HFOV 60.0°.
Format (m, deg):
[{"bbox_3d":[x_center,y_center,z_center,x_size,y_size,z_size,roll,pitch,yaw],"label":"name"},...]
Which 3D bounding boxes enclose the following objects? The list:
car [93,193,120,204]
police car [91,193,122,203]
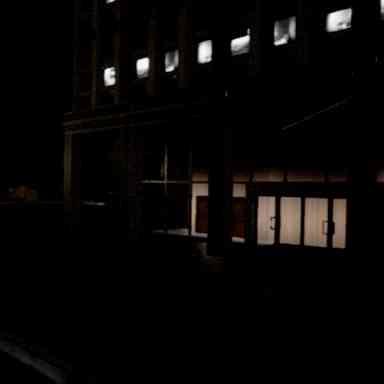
[{"bbox_3d":[-13.038,1.130,53.348,1.994,1.385,4.181,2,1,38],"label":"car"},{"bbox_3d":[-14.469,0.991,56.661,2.038,1.542,4.974,2,1,38],"label":"police car"}]
